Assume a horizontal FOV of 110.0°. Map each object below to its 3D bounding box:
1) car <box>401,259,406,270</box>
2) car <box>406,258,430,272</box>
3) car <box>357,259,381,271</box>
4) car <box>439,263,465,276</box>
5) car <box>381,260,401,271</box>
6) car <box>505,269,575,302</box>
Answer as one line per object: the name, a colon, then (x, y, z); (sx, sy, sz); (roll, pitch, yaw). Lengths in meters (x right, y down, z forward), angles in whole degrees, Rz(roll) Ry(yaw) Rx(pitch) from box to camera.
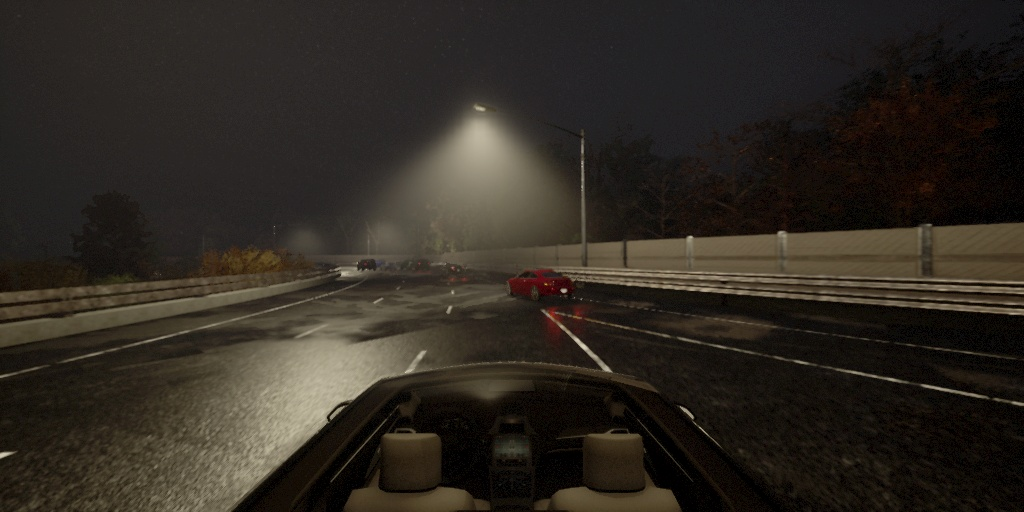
car: (-17.737, 1.467, 62.595); (2.150, 2.045, 5.566); (0, 0, -35)
car: (-14.765, 1.392, 57.488); (2.150, 2.045, 5.566); (0, 0, -29)
car: (-23.946, 1.479, 59.199); (2.150, 2.045, 5.566); (0, 0, -35)
car: (-6.876, 1.492, 40.977); (1.812, 1.442, 4.674); (-1, -2, -27)
car: (-20.988, 1.770, 61.074); (1.812, 1.442, 4.674); (0, 0, -35)
car: (1.286, 1.358, 17.664); (1.812, 1.442, 4.674); (0, 0, -25)
